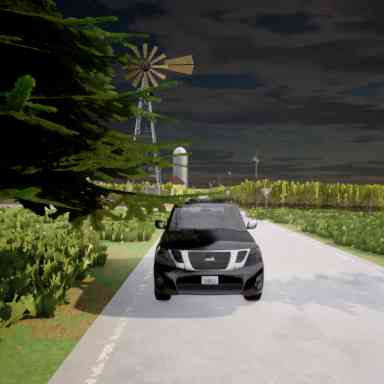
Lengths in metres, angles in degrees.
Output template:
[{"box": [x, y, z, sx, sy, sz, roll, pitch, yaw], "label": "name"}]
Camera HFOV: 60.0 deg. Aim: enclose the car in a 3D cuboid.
[{"box": [0.336, 1.221, 8.697, 2.150, 2.045, 5.566, 0, 0, 0], "label": "car"}]
